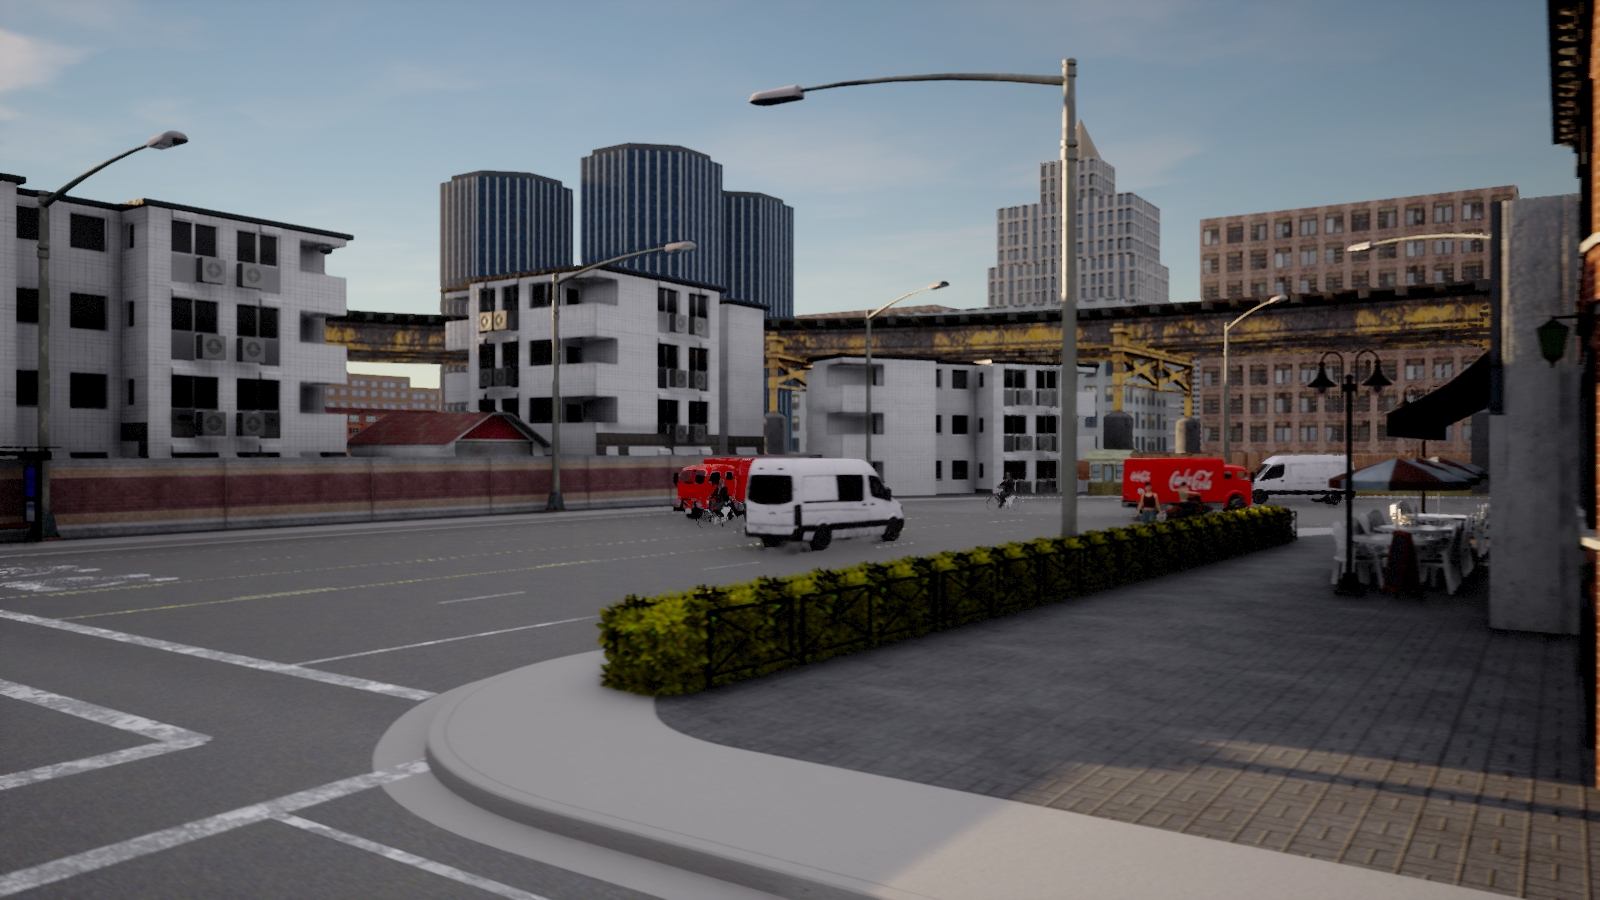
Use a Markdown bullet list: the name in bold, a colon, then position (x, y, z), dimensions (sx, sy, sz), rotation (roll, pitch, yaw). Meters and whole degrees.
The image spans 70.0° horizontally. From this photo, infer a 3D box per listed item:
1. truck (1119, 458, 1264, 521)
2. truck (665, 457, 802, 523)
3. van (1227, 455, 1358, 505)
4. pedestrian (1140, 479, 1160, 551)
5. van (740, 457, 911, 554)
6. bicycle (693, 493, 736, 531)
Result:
- **truck**: position (16.051, 1.556, 46.903), dimensions (5.204, 2.467, 2.627), rotation (0, 0, -23)
- **truck**: position (-2.628, 1.544, 46.205), dimensions (2.627, 2.467, 5.204), rotation (0, 0, 41)
- **van**: position (25.460, 1.523, 59.258), dimensions (5.915, 2.561, 1.988), rotation (0, 0, 3)
- **pedestrian**: position (9.120, 1.688, 29.767), dimensions (0.375, 1.860, 0.375), rotation (0, 0, 36)
- **van**: position (0.882, 1.519, 33.660), dimensions (1.988, 2.561, 5.915), rotation (0, 0, 37)
- **bicycle**: position (-2.983, 2.149, 40.078), dimensions (0.329, 1.251, 1.835), rotation (0, 0, 38)
